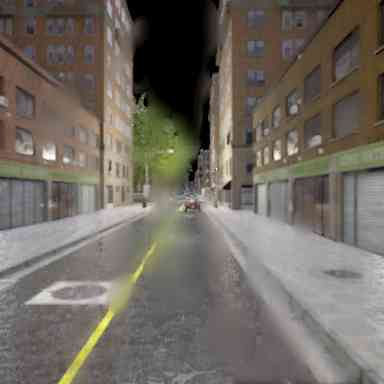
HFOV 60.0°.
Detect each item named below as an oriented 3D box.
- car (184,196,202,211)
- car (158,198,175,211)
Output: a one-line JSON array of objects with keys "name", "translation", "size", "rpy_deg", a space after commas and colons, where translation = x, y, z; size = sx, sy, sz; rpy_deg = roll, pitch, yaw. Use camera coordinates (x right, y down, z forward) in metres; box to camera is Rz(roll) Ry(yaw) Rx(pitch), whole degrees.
[{"name": "car", "translation": [0.094, 1.519, 39.830], "size": [1.812, 1.442, 4.674], "rpy_deg": [0, 0, 0]}, {"name": "car", "translation": [-3.083, 1.486, 40.803], "size": [2.128, 1.511, 4.902], "rpy_deg": [0, 0, 0]}]
